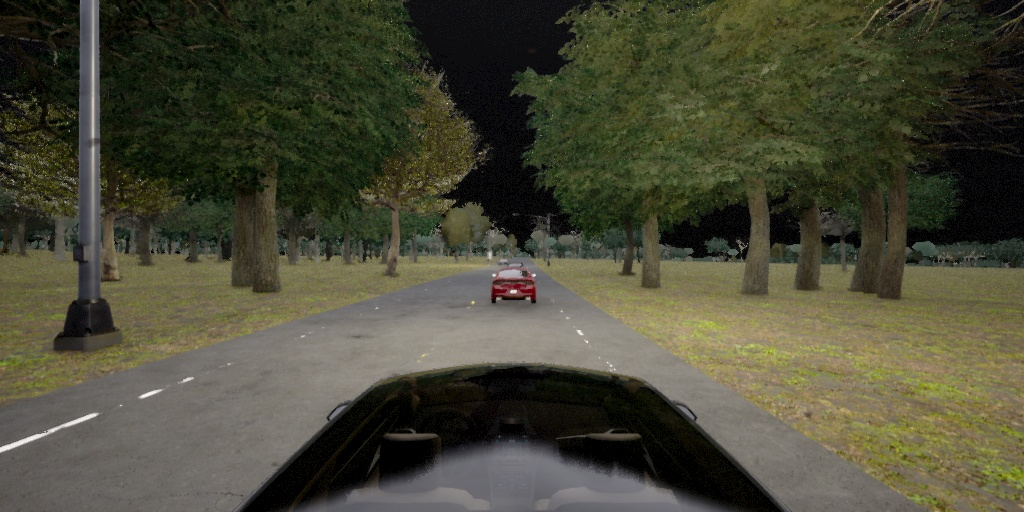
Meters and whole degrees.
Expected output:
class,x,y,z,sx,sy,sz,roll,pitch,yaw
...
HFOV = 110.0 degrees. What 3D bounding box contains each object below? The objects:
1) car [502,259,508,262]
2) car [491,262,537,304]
class,x,y,z,sx,sy,sz,roll,pitch,yaw
car,0.358,1.290,31.451,1.837,1.490,4.892,0,0,1
car,0.090,1.242,16.470,1.882,1.535,5.008,0,0,1
